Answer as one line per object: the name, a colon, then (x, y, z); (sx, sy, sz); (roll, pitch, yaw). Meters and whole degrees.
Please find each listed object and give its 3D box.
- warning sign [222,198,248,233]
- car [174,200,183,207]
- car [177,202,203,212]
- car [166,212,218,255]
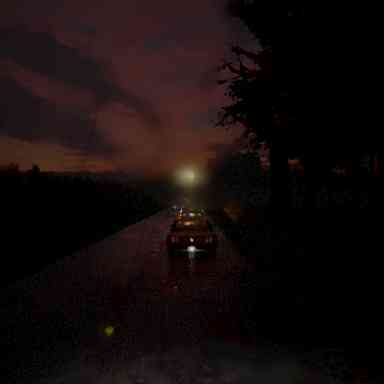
warning sign: (2.487, 1.336, 19.307); (1.300, 1.860, 1.060); (3, 2, 0)
car: (-2.766, 2.406, 71.013); (1.812, 1.442, 4.674); (0, -1, 0)
car: (-0.006, 1.899, 28.988); (2.033, 1.411, 5.357); (0, -1, 0)
car: (-0.001, 1.754, 14.091); (1.895, 1.301, 4.718); (0, -1, 0)
